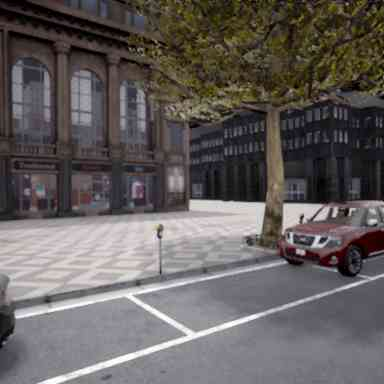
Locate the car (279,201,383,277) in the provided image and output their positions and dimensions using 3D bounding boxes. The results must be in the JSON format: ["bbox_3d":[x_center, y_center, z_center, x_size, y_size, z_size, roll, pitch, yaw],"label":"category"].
[{"bbox_3d":[4.878,1.226,10.134,5.009,1.841,2.192,-1,0,-36],"label":"car"}]

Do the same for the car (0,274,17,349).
[{"bbox_3d":[-4.361,1.565,3.538,4.403,1.369,2.008,-1,0,-36],"label":"car"}]
